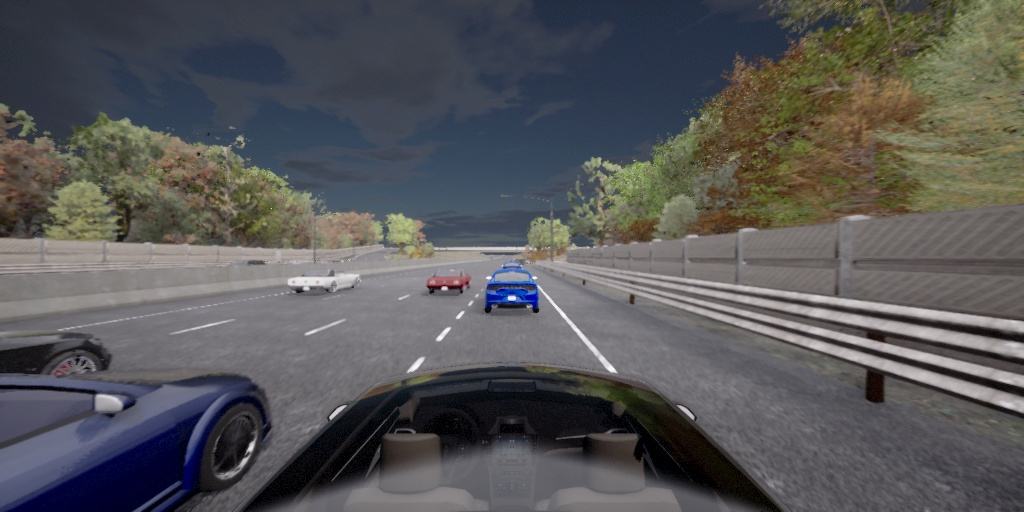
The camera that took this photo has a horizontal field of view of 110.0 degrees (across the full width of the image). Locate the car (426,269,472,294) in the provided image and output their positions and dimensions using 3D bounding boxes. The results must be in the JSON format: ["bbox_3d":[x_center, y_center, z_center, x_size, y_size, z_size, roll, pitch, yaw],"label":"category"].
[{"bbox_3d":[-3.403,1.371,20.362,1.895,1.301,4.718,0,0,0],"label":"car"}]

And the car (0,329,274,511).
[{"bbox_3d":[-3.398,1.314,1.893,1.994,1.385,4.181,0,0,0],"label":"car"}]

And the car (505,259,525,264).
[{"bbox_3d":[-0.006,1.278,34.410,1.882,1.535,5.008,0,0,0],"label":"car"}]

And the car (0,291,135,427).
[{"bbox_3d":[-6.902,1.277,3.368,1.812,1.442,4.674,0,0,0],"label":"car"}]

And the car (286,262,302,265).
[{"bbox_3d":[-28.060,1.433,45.646,1.895,1.301,4.718,0,0,1],"label":"car"}]

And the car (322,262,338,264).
[{"bbox_3d":[-21.086,1.366,41.359,2.033,1.411,5.357,0,0,0],"label":"car"}]

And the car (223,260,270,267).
[{"bbox_3d":[-24.579,1.148,32.811,2.097,1.767,4.553,0,0,0],"label":"car"}]

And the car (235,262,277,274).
[{"bbox_3d":[-31.569,1.429,44.390,1.895,1.301,4.718,0,0,0],"label":"car"}]

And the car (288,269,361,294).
[{"bbox_3d":[-10.403,1.371,20.374,1.895,1.301,4.718,0,0,0],"label":"car"}]

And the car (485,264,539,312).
[{"bbox_3d":[-0.003,1.239,14.270,1.882,1.535,5.008,0,0,0],"label":"car"}]
